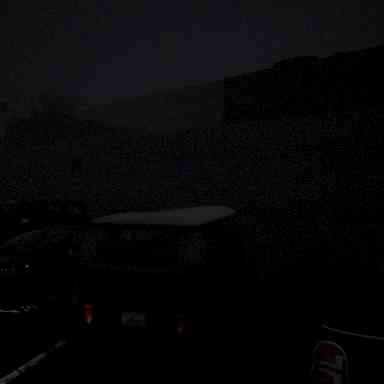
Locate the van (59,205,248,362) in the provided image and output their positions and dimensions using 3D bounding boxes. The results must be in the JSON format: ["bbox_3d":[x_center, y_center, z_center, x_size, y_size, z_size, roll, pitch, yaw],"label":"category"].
[{"bbox_3d":[-0.111,1.263,6.013,1.878,1.987,4.442,0,-1,15],"label":"van"}]

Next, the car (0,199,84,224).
[{"bbox_3d":[-4.999,1.231,9.335,2.435,2.045,5.566,1,-1,15],"label":"car"}]

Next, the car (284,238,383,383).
[{"bbox_3d":[2.279,1.363,4.138,2.185,1.767,4.553,0,-1,15],"label":"car"}]

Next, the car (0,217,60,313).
[{"bbox_3d":[-2.573,1.486,7.625,2.231,1.521,4.892,0,-1,15],"label":"car"}]
